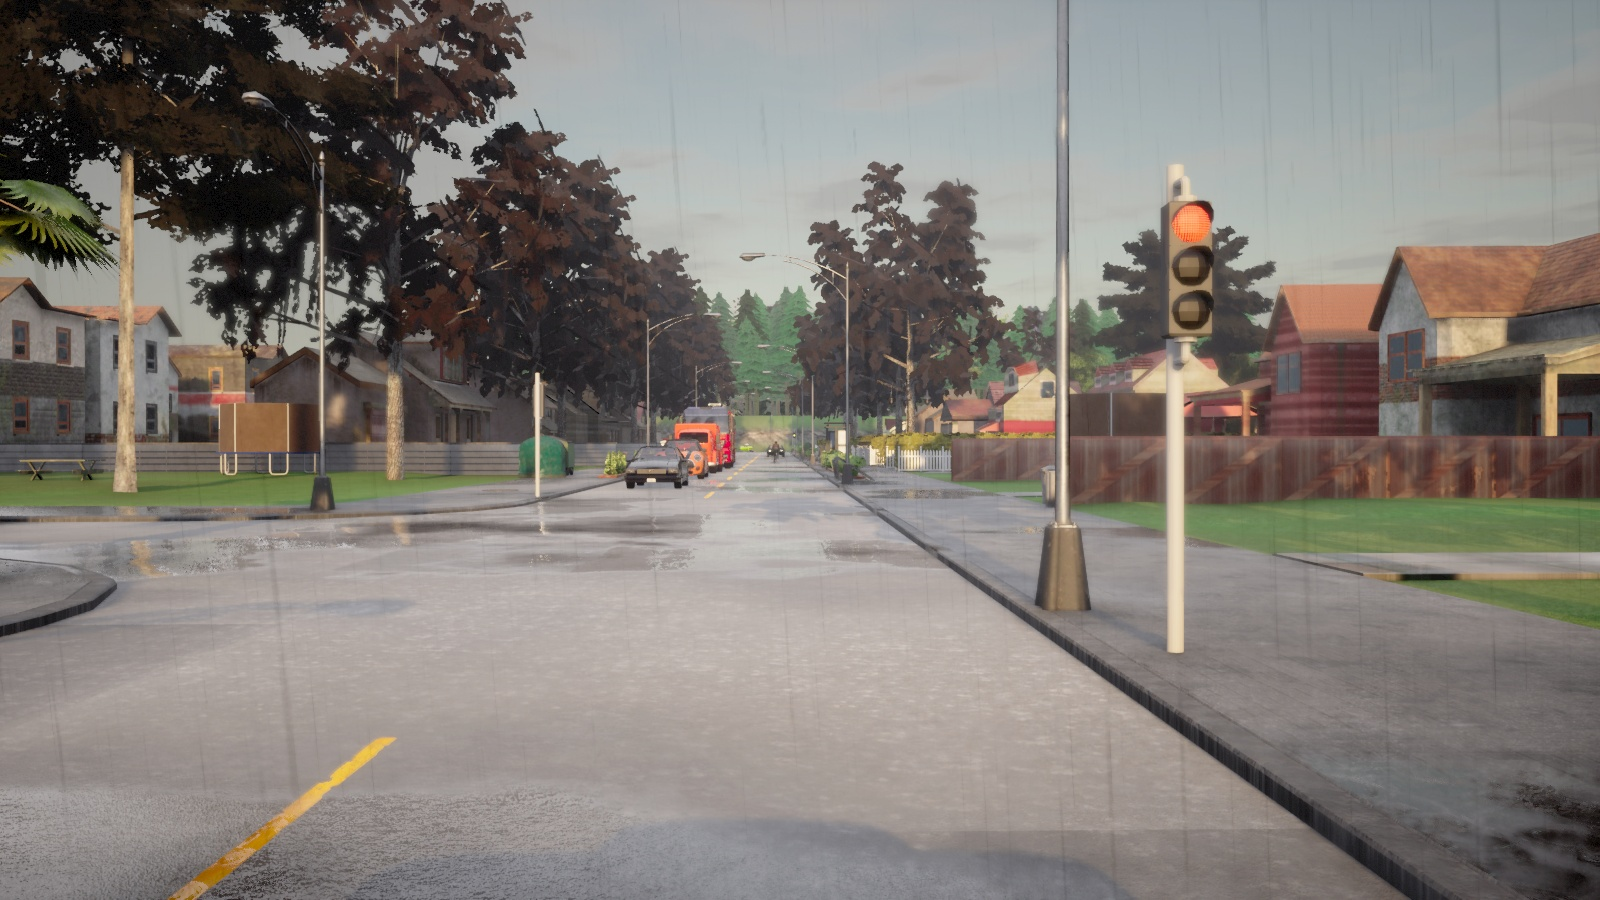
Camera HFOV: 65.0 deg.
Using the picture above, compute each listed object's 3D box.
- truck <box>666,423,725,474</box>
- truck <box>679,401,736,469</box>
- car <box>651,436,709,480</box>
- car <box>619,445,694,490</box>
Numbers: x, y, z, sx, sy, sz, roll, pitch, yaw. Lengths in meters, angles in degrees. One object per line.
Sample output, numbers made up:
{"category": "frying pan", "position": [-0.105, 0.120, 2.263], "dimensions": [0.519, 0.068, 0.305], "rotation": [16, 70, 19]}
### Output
{"category": "truck", "position": [-5.189, -0.100, 63.075], "dimensions": [2.627, 2.467, 5.204], "rotation": [0, 0, -1]}
{"category": "truck", "position": [-5.423, -0.846, 74.966], "dimensions": [2.891, 3.827, 8.468], "rotation": [0, 0, -1]}
{"category": "car", "position": [-4.985, 0.303, 52.843], "dimensions": [2.097, 1.767, 4.553], "rotation": [0, 0, -1]}
{"category": "car", "position": [-4.789, 0.549, 42.690], "dimensions": [2.033, 1.411, 5.357], "rotation": [0, 0, -1]}
